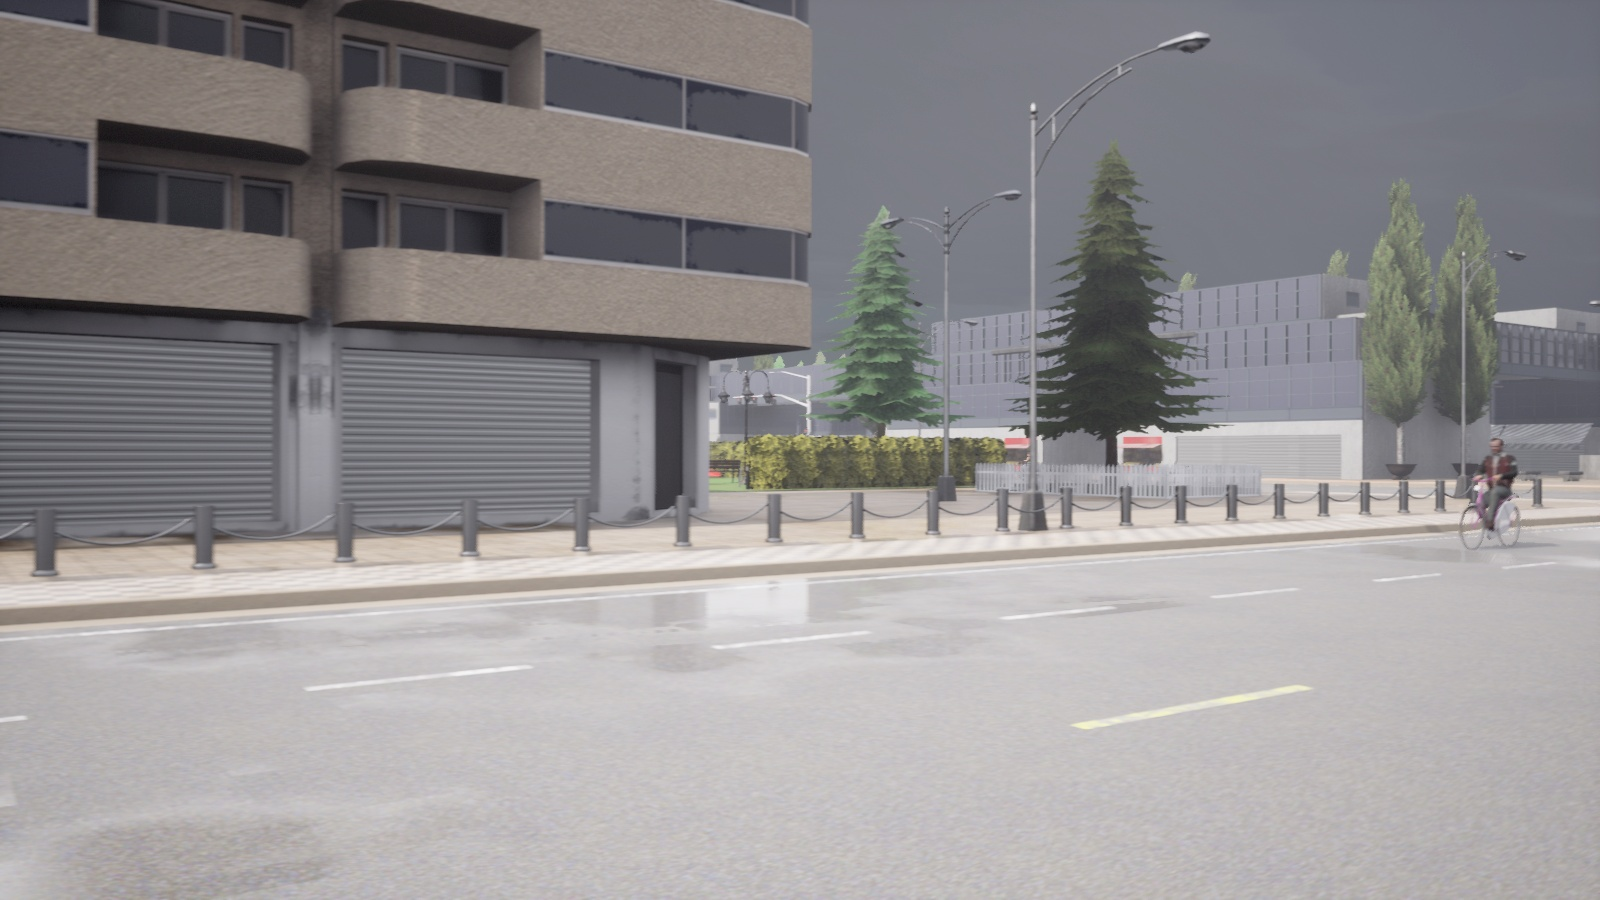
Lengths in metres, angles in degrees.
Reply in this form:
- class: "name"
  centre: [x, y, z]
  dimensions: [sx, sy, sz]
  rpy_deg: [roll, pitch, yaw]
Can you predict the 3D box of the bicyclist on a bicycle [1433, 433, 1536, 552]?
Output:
- class: "bicyclist on a bicycle"
  centre: [10.731, 0.641, 19.656]
  dimensions: [1.843, 1.776, 0.659]
  rpy_deg: [0, 0, -35]
